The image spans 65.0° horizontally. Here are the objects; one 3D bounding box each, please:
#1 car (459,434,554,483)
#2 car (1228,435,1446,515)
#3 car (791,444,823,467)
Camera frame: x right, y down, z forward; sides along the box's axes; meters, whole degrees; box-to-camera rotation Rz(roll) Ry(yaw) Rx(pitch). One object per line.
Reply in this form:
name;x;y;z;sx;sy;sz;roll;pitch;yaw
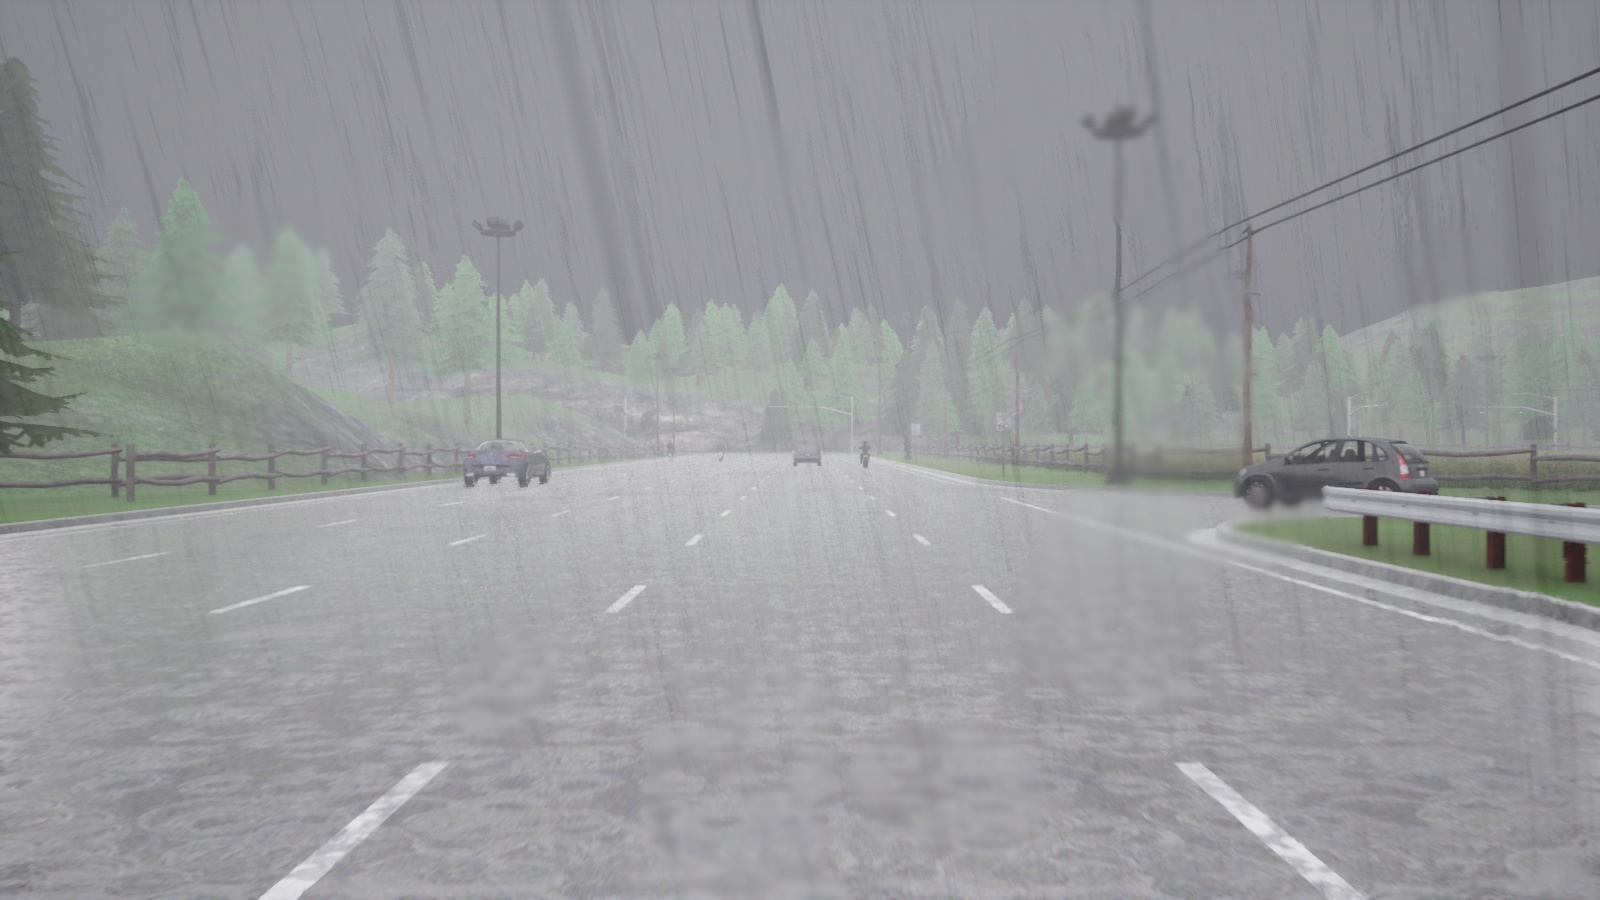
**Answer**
car;-10.236;0.268;44.188;2.152;1.651;5.027;0;0;0
car;11.691;0.499;27.517;1.851;1.617;3.988;0;0;-44
car;0.479;0.331;82.214;2.033;1.411;5.357;0;0;0
